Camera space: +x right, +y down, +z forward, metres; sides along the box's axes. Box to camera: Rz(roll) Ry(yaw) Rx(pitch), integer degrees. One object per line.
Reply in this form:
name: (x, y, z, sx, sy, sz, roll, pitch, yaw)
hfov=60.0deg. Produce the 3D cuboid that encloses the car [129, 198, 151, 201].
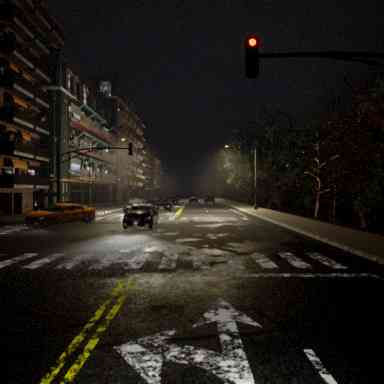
car: (-6.432, 1.496, 38.053, 2.128, 1.511, 4.902, 0, 0, 0)

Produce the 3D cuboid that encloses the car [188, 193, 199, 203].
car: (0.384, 1.512, 66.486, 2.128, 1.511, 4.902, 0, 0, 0)

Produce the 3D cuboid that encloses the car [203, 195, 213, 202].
car: (3.576, 1.498, 76.485, 2.033, 1.411, 5.357, 0, 0, 0)

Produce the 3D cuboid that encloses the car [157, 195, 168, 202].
car: (-6.199, 1.312, 70.662, 1.895, 1.301, 4.718, 0, 0, 0)

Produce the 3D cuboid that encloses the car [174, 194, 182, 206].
car: (-3.108, 1.519, 54.929, 1.837, 1.490, 4.892, 0, 0, 0)

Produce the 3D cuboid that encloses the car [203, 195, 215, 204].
car: (3.532, 1.525, 66.065, 1.837, 1.490, 4.892, 0, 0, 0)

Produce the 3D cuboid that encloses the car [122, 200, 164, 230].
car: (-3.263, 1.532, 21.764, 2.128, 1.511, 4.902, 0, 0, 0)

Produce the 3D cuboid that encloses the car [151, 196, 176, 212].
car: (-3.183, 1.512, 38.038, 1.837, 1.490, 4.892, 0, 0, 0)

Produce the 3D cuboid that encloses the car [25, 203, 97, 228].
car: (-9.082, 1.565, 23.420, 1.882, 1.535, 5.008, 1, 1, 35)

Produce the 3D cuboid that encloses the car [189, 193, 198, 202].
car: (0.327, 1.253, 76.576, 2.150, 2.045, 5.566, 0, 0, 0)

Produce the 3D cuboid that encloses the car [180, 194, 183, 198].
car: (-2.950, 1.138, 70.269, 1.837, 1.490, 4.892, 0, 0, 0)
